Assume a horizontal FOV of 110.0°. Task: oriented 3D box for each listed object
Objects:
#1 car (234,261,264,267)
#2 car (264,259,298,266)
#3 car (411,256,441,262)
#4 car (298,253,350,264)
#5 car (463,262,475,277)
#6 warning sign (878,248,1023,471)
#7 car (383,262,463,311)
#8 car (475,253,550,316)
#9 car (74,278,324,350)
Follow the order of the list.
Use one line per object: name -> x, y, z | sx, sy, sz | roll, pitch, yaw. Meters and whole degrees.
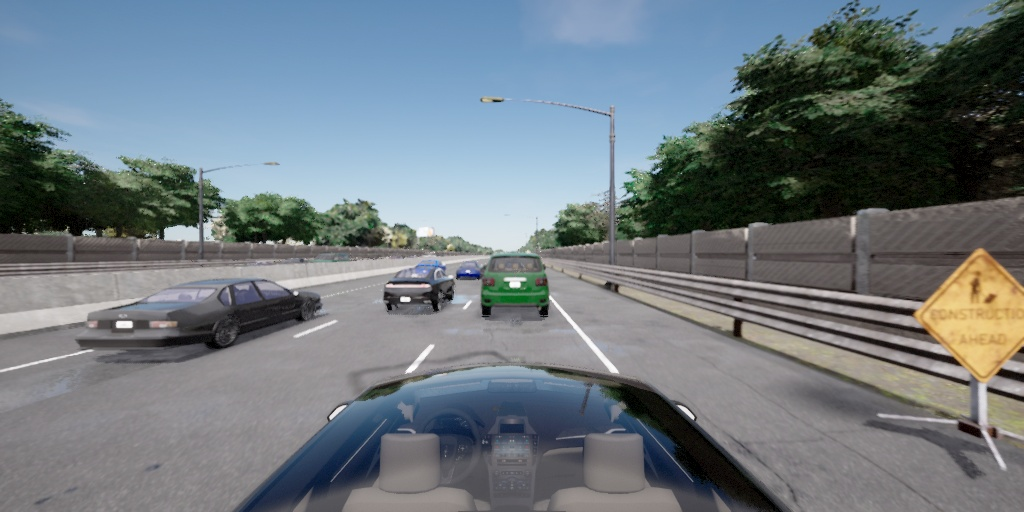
car -> -24.587, 1.136, 34.910 | 1.895, 1.301, 4.718 | 0, 0, 0
car -> -21.087, 1.042, 34.564 | 1.837, 1.490, 4.892 | 0, 0, 0
car -> -6.898, 1.041, 30.834 | 1.882, 1.535, 5.008 | 0, 0, 0
car -> -17.590, 0.760, 34.467 | 2.150, 2.045, 5.566 | 0, 0, 0
car -> -3.399, 1.135, 29.642 | 1.994, 1.385, 4.181 | 0, 0, 0
warning sign -> 4.550, 0.855, 3.495 | 1.300, 1.860, 1.060 | 0, 0, 0
car -> -3.404, 1.166, 13.906 | 2.128, 1.511, 4.902 | 0, 0, 0
car -> 0.096, 0.901, 13.062 | 2.150, 2.045, 5.566 | 0, 0, 0
car -> -6.915, 1.253, 8.914 | 2.033, 1.411, 5.357 | 0, 0, 0
